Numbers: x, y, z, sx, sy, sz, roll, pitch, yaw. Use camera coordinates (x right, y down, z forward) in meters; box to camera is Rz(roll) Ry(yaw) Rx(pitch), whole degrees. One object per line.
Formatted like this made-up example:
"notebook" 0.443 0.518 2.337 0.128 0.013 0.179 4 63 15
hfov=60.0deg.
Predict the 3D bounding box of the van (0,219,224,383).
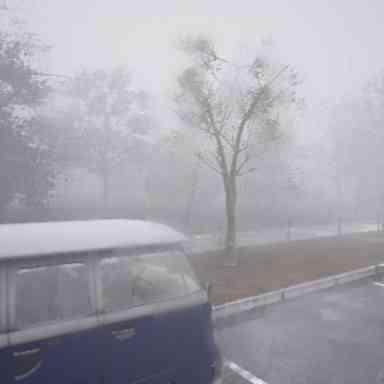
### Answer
"van" -1.725 1.280 2.823 4.442 1.987 1.878 0 0 -33
